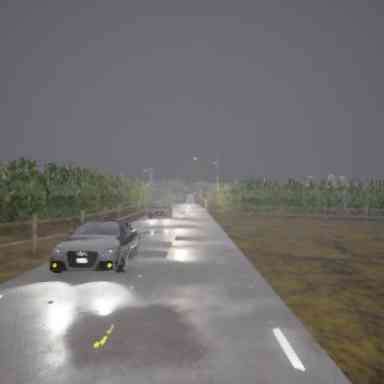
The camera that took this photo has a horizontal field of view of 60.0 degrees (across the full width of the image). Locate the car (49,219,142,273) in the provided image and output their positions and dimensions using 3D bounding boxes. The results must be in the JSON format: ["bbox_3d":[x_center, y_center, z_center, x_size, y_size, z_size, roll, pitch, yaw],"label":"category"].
[{"bbox_3d":[-2.820,1.580,10.541,1.994,1.385,4.181,0,0,0],"label":"car"}]

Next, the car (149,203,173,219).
[{"bbox_3d":[-2.769,1.678,30.427,1.994,1.385,4.181,0,0,0],"label":"car"}]
